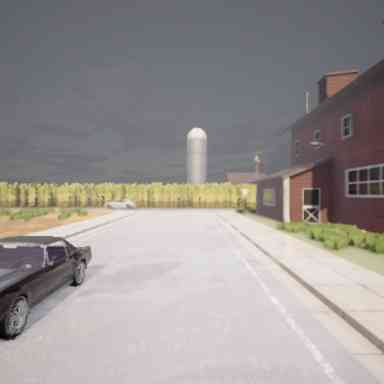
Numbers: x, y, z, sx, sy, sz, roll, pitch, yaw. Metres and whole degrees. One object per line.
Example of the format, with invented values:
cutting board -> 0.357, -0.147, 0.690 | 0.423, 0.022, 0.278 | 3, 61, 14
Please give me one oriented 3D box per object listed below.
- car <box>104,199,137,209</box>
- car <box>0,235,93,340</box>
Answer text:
car -> -10.374, 1.759, 48.364 | 4.674, 1.442, 1.812 | 0, 0, 1
car -> -3.598, 1.630, 6.712 | 1.895, 1.301, 4.718 | 0, 0, 0
